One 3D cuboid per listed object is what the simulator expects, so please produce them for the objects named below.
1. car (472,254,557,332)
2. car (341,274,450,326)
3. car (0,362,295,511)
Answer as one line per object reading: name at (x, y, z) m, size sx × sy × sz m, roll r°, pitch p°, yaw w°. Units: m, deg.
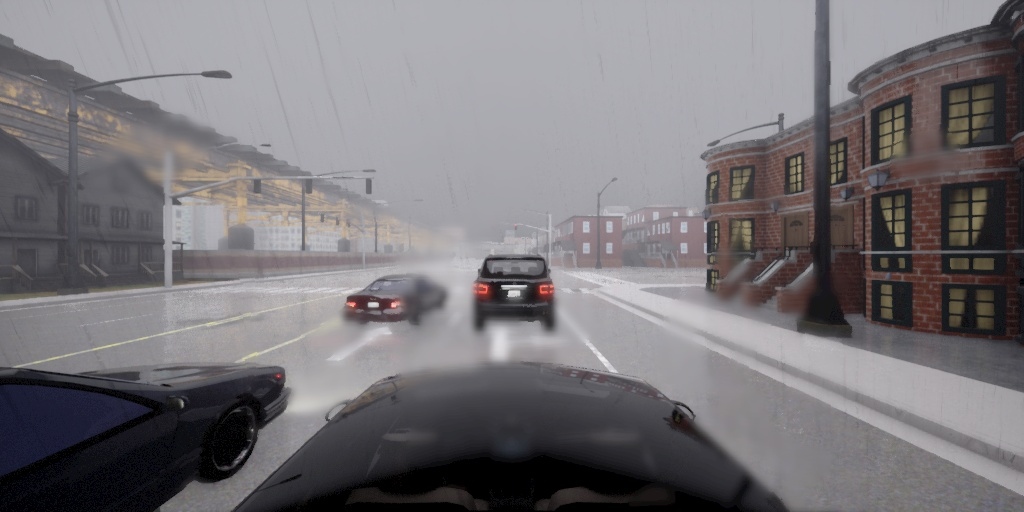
car at (0.083, 0.971, 11.001) m, size 2.150 × 2.045 × 5.566 m, roll 0°, pitch 0°, yaw 0°
car at (-3.443, 1.296, 11.682) m, size 2.033 × 1.411 × 5.357 m, roll 0°, pitch 0°, yaw 2°
car at (-3.388, 1.297, 1.611) m, size 2.033 × 1.411 × 5.357 m, roll 0°, pitch 0°, yaw -1°
